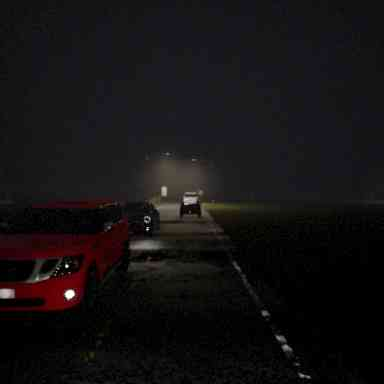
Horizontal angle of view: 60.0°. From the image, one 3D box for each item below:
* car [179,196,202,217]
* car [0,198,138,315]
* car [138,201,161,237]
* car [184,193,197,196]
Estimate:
[{"bbox_3d":[-0.120,1.413,29.936,2.128,1.511,4.902,0,0,0],"label":"car"},{"bbox_3d":[-2.886,1.204,7.881,2.150,2.045,5.566,0,0,0],"label":"car"},{"bbox_3d":[-2.914,1.310,17.791,2.097,1.767,4.553,0,0,0],"label":"car"},{"bbox_3d":[-0.167,1.097,45.081,2.150,2.045,5.566,0,0,0],"label":"car"}]
